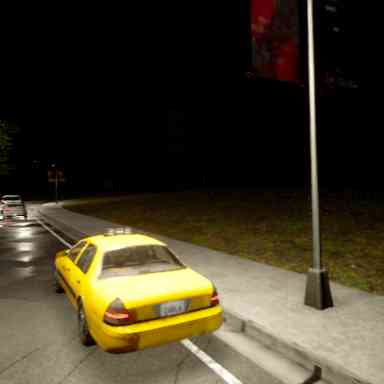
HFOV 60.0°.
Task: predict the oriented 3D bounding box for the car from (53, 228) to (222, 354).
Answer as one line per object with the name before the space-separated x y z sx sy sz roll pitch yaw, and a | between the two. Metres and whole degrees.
car | -1.501 1.462 6.461 1.801 1.575 5.366 0 0 -29

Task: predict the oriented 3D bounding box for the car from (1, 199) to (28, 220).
car | -15.682 1.640 29.490 1.812 1.442 4.674 0 0 -29

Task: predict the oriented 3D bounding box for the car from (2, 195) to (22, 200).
car | -20.619 1.370 38.426 2.150 2.045 5.566 0 0 -25
